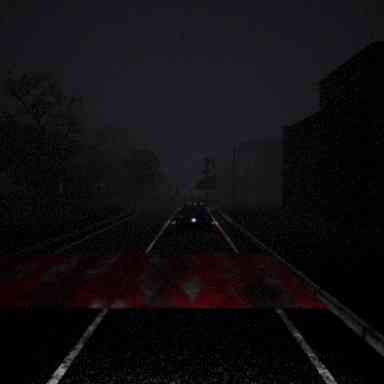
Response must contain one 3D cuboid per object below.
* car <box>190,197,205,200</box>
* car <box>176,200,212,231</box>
[{"bbox_3d":[0.613,1.222,36.077,2.033,1.411,5.357,0,1,5],"label":"car"},{"bbox_3d":[0.100,1.402,19.208,1.994,1.385,4.181,0,1,0],"label":"car"}]
